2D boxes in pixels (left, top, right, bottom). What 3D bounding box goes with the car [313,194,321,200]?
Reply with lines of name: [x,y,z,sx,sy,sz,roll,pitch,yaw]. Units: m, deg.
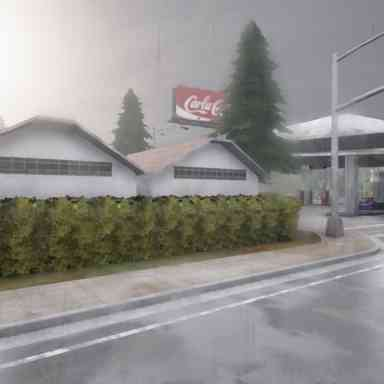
car: [32.903,1.330,89.496,2.152,1.636,5.027,0,0,-36]

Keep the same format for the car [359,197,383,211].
car: [21.818,1.480,40.006,4.611,1.667,2.242,0,0,-36]
